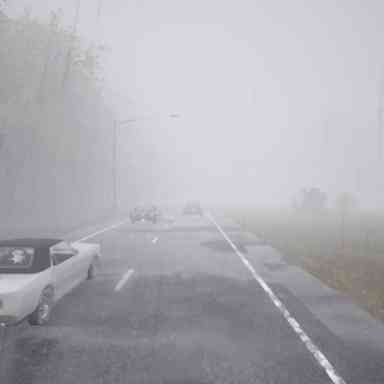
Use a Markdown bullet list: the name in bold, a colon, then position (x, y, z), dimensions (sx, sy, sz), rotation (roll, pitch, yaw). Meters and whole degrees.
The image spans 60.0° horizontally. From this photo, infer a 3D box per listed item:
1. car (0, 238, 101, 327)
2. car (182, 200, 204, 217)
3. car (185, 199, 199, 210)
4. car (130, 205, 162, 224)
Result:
- **car**: position (-3.403, 1.618, 7.024), dimensions (1.895, 1.301, 4.718), rotation (0, 0, 0)
- **car**: position (0.097, 1.642, 32.272), dimensions (1.994, 1.385, 4.181), rotation (0, 0, 0)
- **car**: position (0.038, 1.712, 45.147), dimensions (1.895, 1.301, 4.718), rotation (0, 0, 1)
- **car**: position (-3.358, 1.661, 25.130), dimensions (1.895, 1.301, 4.718), rotation (0, 0, 1)
